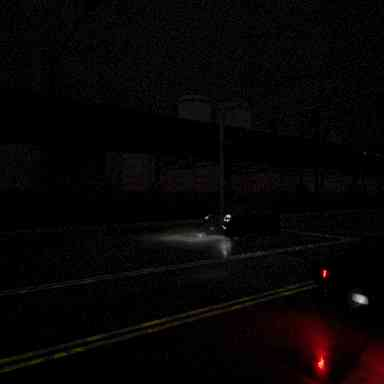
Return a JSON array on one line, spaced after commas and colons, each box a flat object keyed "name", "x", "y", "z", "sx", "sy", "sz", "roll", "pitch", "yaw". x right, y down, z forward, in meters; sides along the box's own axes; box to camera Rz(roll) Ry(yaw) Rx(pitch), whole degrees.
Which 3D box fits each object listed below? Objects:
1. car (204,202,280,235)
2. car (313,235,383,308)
[{"name": "car", "x": 2.893, "y": 1.356, "z": 18.914, "sx": 4.553, "sy": 1.767, "sz": 2.097, "roll": 0, "pitch": 0, "yaw": -35}, {"name": "car", "x": 4.800, "y": 1.604, "z": 7.169, "sx": 4.718, "sy": 1.301, "sz": 1.895, "roll": 0, "pitch": 0, "yaw": -35}]
